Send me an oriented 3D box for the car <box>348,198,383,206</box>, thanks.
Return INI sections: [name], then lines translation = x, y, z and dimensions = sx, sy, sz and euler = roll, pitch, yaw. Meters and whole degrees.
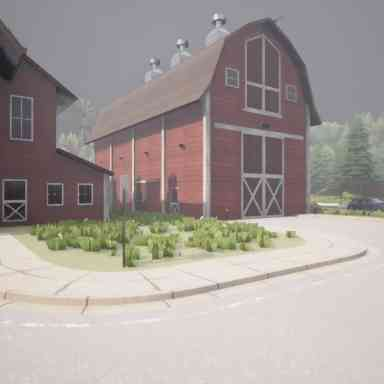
[car]
translation = 19.009, 1.397, 35.344
dimensions = 2.097, 1.767, 4.553
euler = 0, 0, -34
